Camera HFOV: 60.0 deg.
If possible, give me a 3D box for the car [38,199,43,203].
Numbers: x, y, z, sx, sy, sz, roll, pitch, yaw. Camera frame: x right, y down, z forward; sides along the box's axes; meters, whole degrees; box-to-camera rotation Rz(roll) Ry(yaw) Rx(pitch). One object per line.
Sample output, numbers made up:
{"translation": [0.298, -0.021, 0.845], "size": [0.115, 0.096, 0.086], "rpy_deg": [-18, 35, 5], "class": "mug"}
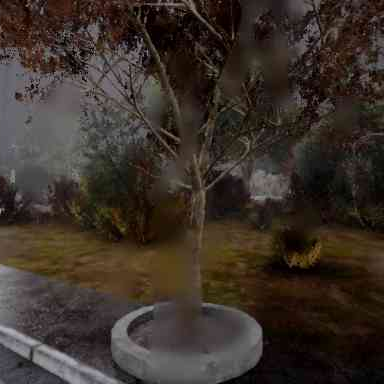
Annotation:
{"translation": [-20.038, 1.215, 48.153], "size": [2.033, 1.411, 5.357], "rpy_deg": [1, 0, 32], "class": "car"}
